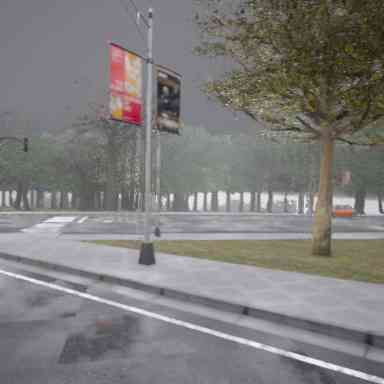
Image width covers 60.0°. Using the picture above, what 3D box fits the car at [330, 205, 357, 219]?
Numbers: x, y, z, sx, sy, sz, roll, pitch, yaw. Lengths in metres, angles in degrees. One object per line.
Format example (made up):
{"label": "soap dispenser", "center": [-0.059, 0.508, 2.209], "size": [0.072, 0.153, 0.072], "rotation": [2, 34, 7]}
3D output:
{"label": "car", "center": [17.363, 2.333, 40.130], "size": [4.553, 1.767, 2.097], "rotation": [1, 1, -11]}
